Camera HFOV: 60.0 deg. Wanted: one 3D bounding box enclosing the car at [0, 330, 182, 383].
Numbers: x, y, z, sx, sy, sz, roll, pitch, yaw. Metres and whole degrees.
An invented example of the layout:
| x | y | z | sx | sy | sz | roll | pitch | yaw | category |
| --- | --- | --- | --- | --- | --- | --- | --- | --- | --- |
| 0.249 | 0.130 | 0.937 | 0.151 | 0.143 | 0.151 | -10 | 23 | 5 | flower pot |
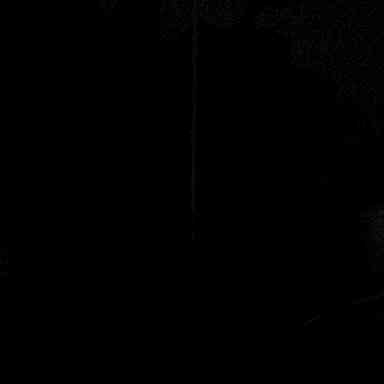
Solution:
| x | y | z | sx | sy | sz | roll | pitch | yaw | category |
| --- | --- | --- | --- | --- | --- | --- | --- | --- | --- |
| -2.066 | 1.544 | 1.322 | 4.507 | 1.381 | 1.887 | 0 | 1 | -36 | car |
